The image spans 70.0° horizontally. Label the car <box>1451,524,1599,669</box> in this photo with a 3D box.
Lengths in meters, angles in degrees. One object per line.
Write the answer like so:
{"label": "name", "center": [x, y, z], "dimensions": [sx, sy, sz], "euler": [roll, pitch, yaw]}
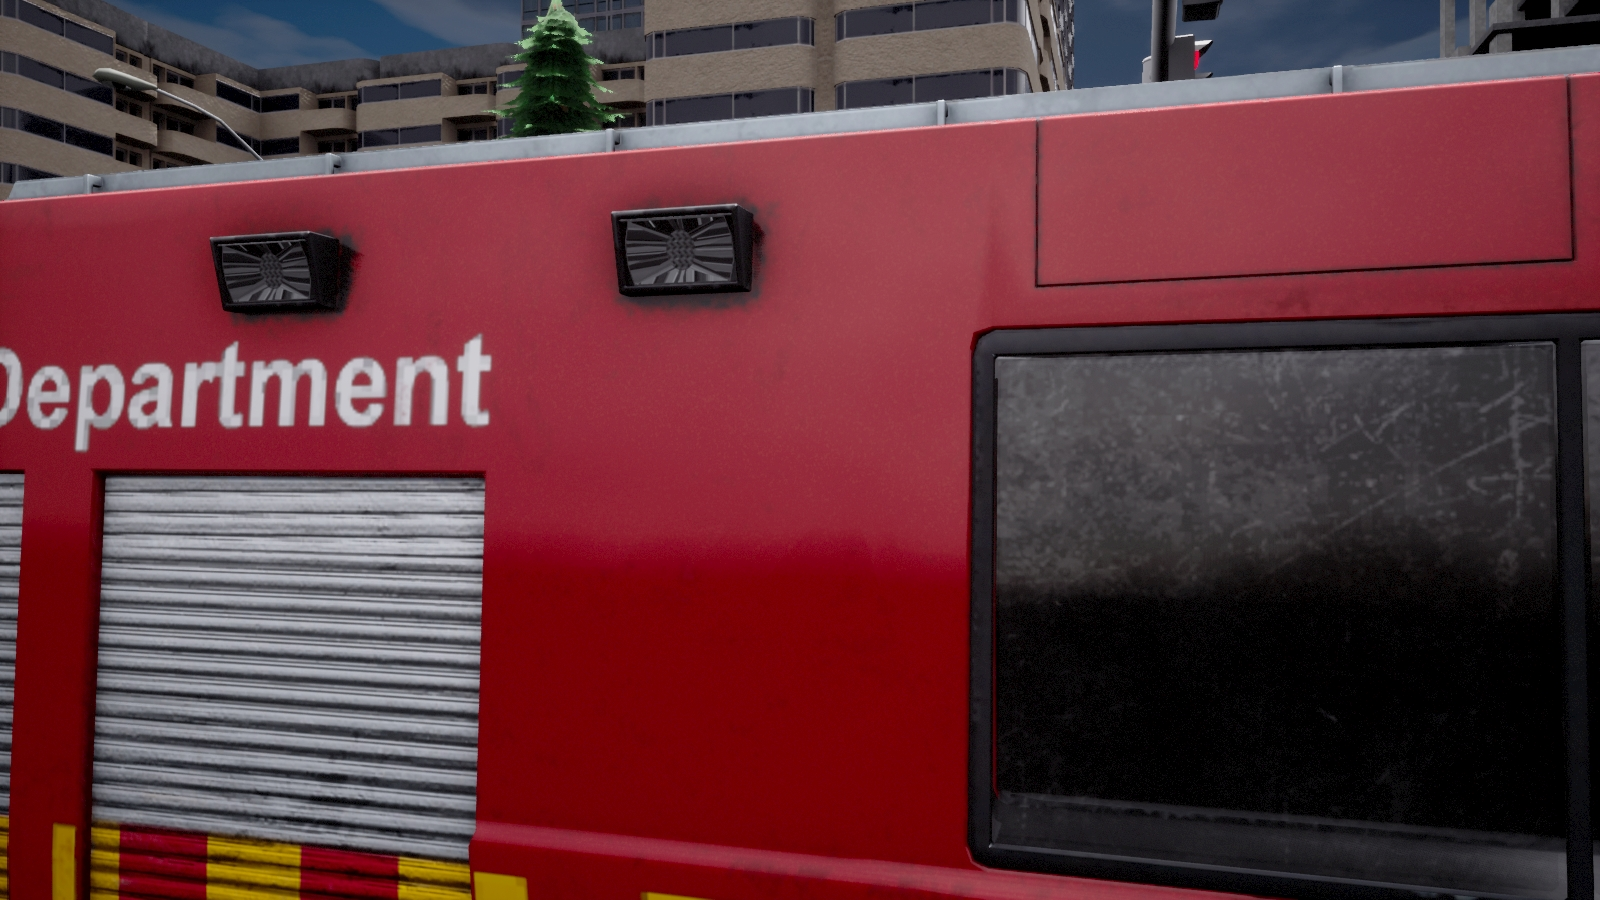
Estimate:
{"label": "car", "center": [11.468, 2.038, 16.921], "dimensions": [2.038, 1.542, 4.974], "euler": [0, 0, 16]}

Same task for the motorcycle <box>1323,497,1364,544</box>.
{"label": "motorcycle", "center": [16.753, 2.155, 35.274], "dimensions": [0.764, 1.307, 2.356], "euler": [0, 0, 16]}

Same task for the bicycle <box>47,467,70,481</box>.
{"label": "bicycle", "center": [-65.142, 2.102, 100.377], "dimensions": [1.487, 1.276, 0.859], "euler": [0, 0, 15]}
